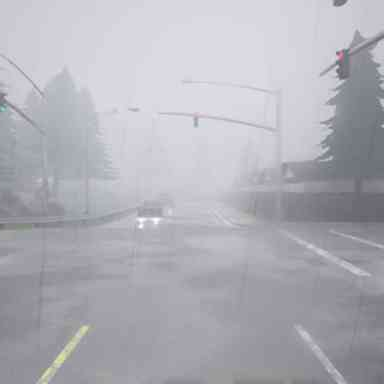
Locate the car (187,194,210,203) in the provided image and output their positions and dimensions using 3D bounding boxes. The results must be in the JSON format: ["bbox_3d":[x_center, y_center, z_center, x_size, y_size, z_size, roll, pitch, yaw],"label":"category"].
[{"bbox_3d":[1.245,1.214,62.365,4.892,1.490,1.837,0,0,-38],"label":"car"}]

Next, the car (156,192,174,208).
[{"bbox_3d":[-3.577,1.017,44.670,2.150,2.045,5.566,0,0,0],"label":"car"}]

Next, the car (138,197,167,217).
[{"bbox_3d":[-3.582,1.427,29.559,1.994,1.385,4.181,0,0,0],"label":"car"}]

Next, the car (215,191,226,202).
[{"bbox_3d":[6.950,0.922,61.626,5.566,2.045,2.150,0,0,-22],"label":"car"}]
